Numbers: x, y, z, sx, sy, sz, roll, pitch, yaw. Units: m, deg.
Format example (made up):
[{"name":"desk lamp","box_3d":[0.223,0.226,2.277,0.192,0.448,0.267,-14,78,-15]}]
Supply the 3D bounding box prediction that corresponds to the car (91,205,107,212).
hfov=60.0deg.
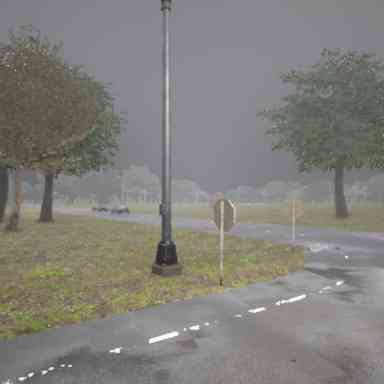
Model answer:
[{"name":"car","box_3d":[-16.998,3.030,61.260,1.895,1.301,4.718,2,-2,-34]}]

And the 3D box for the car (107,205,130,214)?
[{"name":"car","box_3d":[-11.368,2.801,52.960,1.812,1.442,4.674,2,-2,-34]}]
